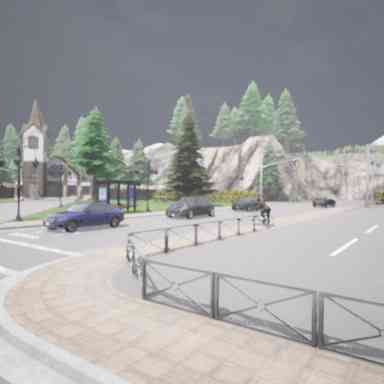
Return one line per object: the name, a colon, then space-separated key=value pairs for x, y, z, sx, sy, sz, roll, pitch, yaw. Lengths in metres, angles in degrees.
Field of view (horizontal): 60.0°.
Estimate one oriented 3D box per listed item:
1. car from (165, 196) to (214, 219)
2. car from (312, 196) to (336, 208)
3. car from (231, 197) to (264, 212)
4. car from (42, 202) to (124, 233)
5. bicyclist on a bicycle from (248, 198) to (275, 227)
car: x=-0.100 y=1.123 z=26.463 sx=2.097 sy=1.767 sz=4.553 roll=1 pitch=1 yaw=35
car: x=18.025 y=1.323 z=45.246 sx=2.128 sy=1.511 sz=4.902 roll=1 pitch=1 yaw=42
car: x=5.937 y=1.247 z=35.080 sx=1.882 sy=1.535 sz=5.008 roll=1 pitch=1 yaw=35
car: x=-5.798 y=1.298 z=18.320 sx=1.812 sy=1.442 sz=4.674 roll=1 pitch=1 yaw=35
bicyclist on a bicycle: x=4.017 y=1.191 z=19.300 sx=1.656 sy=1.620 sz=0.582 roll=1 pitch=0 yaw=35
